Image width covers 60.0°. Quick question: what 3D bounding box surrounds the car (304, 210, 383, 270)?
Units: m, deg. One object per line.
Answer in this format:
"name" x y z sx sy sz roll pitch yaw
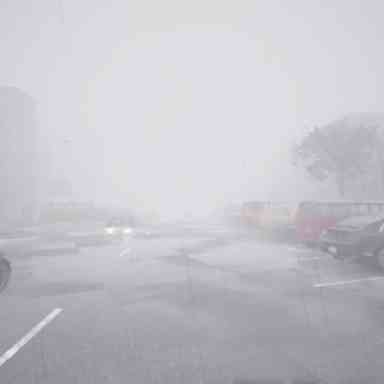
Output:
"car" 6.392 1.468 10.583 4.892 1.521 2.231 1 -1 -20

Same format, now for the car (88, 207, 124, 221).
"car" -11.662 2.960 45.148 4.553 1.767 2.185 1 -4 -21

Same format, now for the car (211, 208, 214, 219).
"car" 6.030 3.505 51.538 4.892 1.521 2.231 2 -5 -21

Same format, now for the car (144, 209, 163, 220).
"car" -5.377 3.046 44.939 1.882 1.535 5.008 0 -4 -1

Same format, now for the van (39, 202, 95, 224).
"van" -11.420 1.902 30.254 4.442 1.987 1.878 1 -3 -20

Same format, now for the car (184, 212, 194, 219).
"car" -0.658 4.828 67.955 2.128 1.511 4.902 0 -5 -1

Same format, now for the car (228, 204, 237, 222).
"car" 6.250 2.174 31.039 4.792 1.488 2.163 2 -4 -20

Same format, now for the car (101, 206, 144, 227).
"car" -5.237 1.959 25.609 1.994 1.385 4.181 0 -3 1

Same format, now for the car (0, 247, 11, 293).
"car" -5.098 1.517 5.858 1.994 1.385 4.181 0 1 0

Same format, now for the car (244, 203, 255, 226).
"car" 6.351 1.735 22.274 4.892 1.521 2.231 2 -2 -20

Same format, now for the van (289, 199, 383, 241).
"van" 6.501 1.281 13.550 4.442 1.987 1.878 1 -2 -20

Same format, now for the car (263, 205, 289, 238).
"car" 6.385 1.563 16.428 4.892 1.521 2.231 1 -1 -20

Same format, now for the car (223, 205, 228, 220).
"car" 6.224 2.543 36.901 4.674 1.452 2.002 2 -4 -21

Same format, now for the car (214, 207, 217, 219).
"car" 6.048 3.164 48.616 4.553 1.767 2.185 2 -5 -21

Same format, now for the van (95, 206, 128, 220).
"van" -11.626 3.071 48.180 4.442 1.987 1.878 1 -5 -21

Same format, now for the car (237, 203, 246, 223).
"car" 6.333 1.851 25.199 5.008 1.535 2.097 2 -3 -20

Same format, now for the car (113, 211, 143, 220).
"car" -12.138 4.439 62.967 5.366 1.575 1.946 1 -5 -21

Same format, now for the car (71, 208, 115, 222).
"car" -11.646 2.710 39.145 4.792 1.488 2.163 1 -4 -21

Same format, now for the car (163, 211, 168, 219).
"car" -5.550 4.297 62.041 1.812 1.442 4.674 0 -5 -1

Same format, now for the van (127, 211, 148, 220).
"van" -12.309 5.249 74.935 4.442 1.987 1.878 1 -5 -21

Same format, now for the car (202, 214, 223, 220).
"car" 5.361 6.473 86.618 5.008 1.535 2.097 3 -5 -21

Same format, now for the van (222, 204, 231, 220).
"van" 6.298 2.470 39.889 4.442 1.987 1.878 2 -4 -21

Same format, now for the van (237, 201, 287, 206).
"van" 6.415 1.767 28.179 4.442 1.987 1.878 2 -3 -20

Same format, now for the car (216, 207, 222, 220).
"car" 6.160 2.885 42.761 5.008 1.535 2.097 2 -4 -21

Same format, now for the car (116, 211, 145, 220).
"car" -12.195 4.687 65.949 5.366 1.575 1.946 1 -5 -21

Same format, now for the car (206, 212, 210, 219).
"car" 5.975 3.697 57.425 5.566 2.045 2.435 3 -5 -21

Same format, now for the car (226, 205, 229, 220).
"car" 6.254 2.360 33.968 4.674 1.452 2.002 2 -4 -20

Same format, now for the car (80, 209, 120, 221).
"car" -11.649 2.920 42.143 4.674 1.452 2.002 1 -4 -21

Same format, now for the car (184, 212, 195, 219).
"car" -0.480 4.125 57.951 1.895 1.301 4.718 0 -4 -1

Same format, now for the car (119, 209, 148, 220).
"car" -12.104 4.697 69.005 5.566 2.045 2.435 1 -5 -21

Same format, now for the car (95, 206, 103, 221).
"car" -11.589 2.177 33.184 4.553 1.767 2.185 0 -4 -20

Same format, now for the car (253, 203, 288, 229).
"car" 6.535 1.639 19.421 5.366 1.575 1.946 1 -2 -20
